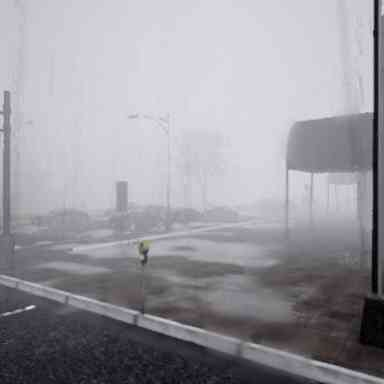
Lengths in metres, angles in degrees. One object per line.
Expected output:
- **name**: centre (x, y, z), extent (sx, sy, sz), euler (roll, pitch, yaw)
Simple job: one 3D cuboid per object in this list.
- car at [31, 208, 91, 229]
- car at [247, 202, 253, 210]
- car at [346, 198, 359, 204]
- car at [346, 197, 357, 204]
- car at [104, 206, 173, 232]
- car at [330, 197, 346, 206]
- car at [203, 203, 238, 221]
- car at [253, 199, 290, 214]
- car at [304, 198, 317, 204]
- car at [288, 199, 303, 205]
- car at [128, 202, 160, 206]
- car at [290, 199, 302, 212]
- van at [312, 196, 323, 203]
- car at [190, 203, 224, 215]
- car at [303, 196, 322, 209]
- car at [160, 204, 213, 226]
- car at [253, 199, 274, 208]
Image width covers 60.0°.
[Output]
- **car**: centre (-9.617, 1.881, 24.663), extent (1.994, 1.385, 4.181), euler (0, 0, 36)
- **car**: centre (10.144, 1.996, 51.444), extent (1.812, 1.442, 4.674), euler (0, 0, 37)
- **car**: centre (39.480, 2.238, 81.789), extent (2.008, 1.369, 4.403), euler (0, 0, 36)
- **car**: centre (36.197, 1.976, 77.315), extent (2.192, 1.841, 5.009), euler (0, 0, 36)
- **car**: centre (-3.694, 1.895, 22.734), extent (2.008, 1.369, 4.403), euler (0, 0, 36)
- **car**: centre (29.729, 2.134, 68.500), extent (1.752, 1.417, 4.829), euler (0, 0, 36)
- **car**: centre (2.791, 1.977, 31.572), extent (1.802, 1.307, 4.206), euler (0, 0, 36)
- **car**: centre (9.993, 1.766, 41.463), extent (2.192, 1.841, 5.009), euler (0, 0, 36)
- **car**: centre (29.337, 2.159, 82.133), extent (1.752, 1.417, 4.829), euler (0, 0, 36)
- **car**: centre (22.870, 2.147, 73.319), extent (1.947, 1.339, 4.313), euler (0, 0, 36)
- **car**: centre (-4.073, 1.907, 32.216), extent (2.033, 1.411, 5.357), euler (0, 0, 36)
- **car**: centre (13.250, 1.917, 45.958), extent (1.967, 1.590, 4.097), euler (0, 0, 36)
- **van**: centre (32.722, 2.002, 86.746), extent (1.690, 1.788, 3.998), euler (0, 0, 36)
- **car**: centre (1.890, 2.007, 40.332), extent (1.895, 1.301, 4.718), euler (0, 0, 36)
- **car**: centre (19.776, 1.969, 54.937), extent (1.967, 1.590, 4.097), euler (0, 0, 36)
- **car**: centre (-0.451, 1.935, 27.154), extent (1.947, 1.339, 4.313), euler (0, 0, 36)
- **car**: centre (12.917, 2.027, 59.756), extent (1.752, 1.417, 4.829), euler (0, 0, 36)
